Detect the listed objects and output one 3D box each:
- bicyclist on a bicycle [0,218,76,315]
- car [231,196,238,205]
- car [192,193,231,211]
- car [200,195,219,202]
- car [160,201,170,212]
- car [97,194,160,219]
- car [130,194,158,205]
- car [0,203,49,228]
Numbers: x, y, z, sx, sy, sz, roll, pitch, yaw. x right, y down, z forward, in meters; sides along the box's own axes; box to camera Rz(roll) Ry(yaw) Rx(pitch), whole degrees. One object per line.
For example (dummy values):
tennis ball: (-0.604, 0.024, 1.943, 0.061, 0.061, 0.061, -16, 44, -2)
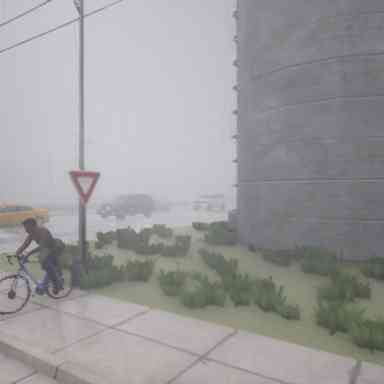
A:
bicyclist on a bicycle: (-2.825, 1.293, 6.106, 0.582, 1.620, 1.656, 0, 0, 33)
car: (8.474, 1.264, 57.635, 3.866, 1.878, 1.905, 0, 0, 33)
car: (2.145, 1.187, 40.318, 2.150, 2.045, 5.566, 0, 0, 33)
car: (3.872, 1.454, 75.250, 3.905, 1.438, 1.784, 0, 0, 33)
car: (-4.676, 1.444, 37.312, 4.611, 1.667, 2.242, 0, 0, 33)
car: (-5.489, 1.193, 28.392, 2.150, 2.045, 5.566, 0, 0, 33)
car: (-8.190, 1.255, 56.280, 4.605, 1.855, 1.932, 0, 0, 33)
car: (-11.019, 1.455, 19.739, 1.882, 1.535, 5.008, 0, 0, 33)
